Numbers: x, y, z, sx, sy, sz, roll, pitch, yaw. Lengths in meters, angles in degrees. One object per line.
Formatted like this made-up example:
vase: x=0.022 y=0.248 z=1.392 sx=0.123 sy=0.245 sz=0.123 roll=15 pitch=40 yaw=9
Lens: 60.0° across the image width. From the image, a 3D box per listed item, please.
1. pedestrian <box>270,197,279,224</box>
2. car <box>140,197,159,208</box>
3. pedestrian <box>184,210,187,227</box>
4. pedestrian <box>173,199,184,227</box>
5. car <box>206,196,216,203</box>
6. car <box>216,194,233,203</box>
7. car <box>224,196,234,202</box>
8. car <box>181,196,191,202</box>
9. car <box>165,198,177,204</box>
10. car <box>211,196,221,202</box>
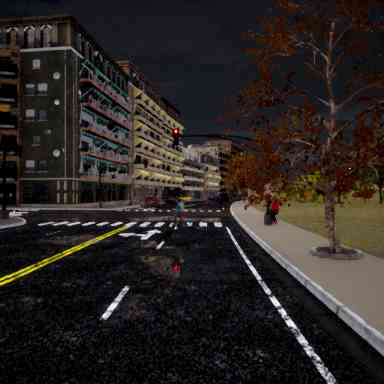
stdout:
pedestrian: x=5.353 y=1.166 z=21.489 sx=0.375 sy=1.860 sz=0.375 roll=0 pitch=0 yaw=3
car: x=-6.521 y=1.494 z=51.406 sx=2.097 sy=1.767 sz=4.553 roll=0 pitch=0 yaw=7
pedestrian: x=-0.635 y=1.321 z=22.407 sx=0.375 sy=1.860 sz=0.375 roll=0 pitch=0 yaw=3
pedestrian: x=-0.846 y=1.318 z=21.216 sx=0.375 sy=1.860 sz=0.375 roll=0 pitch=0 yaw=3
car: x=4.455 y=1.833 z=78.842 sx=2.128 sy=1.511 sz=4.902 roll=0 pitch=0 yaw=11
car: x=7.661 y=1.533 z=78.300 sx=2.150 sy=2.045 sz=5.566 roll=0 pitch=0 yaw=11
car: x=9.814 y=1.869 z=88.711 sx=2.128 sy=1.511 sz=4.902 roll=0 pitch=0 yaw=13
car: x=-1.444 y=1.682 z=82.512 sx=1.882 sy=1.535 sz=5.008 roll=0 pitch=0 yaw=11
car: x=-4.172 y=1.833 z=67.448 sx=1.895 sy=1.301 sz=4.718 roll=0 pitch=0 yaw=9
car: x=6.545 y=1.815 z=88.990 sx=1.882 sy=1.535 sz=5.008 roll=0 pitch=0 yaw=13
